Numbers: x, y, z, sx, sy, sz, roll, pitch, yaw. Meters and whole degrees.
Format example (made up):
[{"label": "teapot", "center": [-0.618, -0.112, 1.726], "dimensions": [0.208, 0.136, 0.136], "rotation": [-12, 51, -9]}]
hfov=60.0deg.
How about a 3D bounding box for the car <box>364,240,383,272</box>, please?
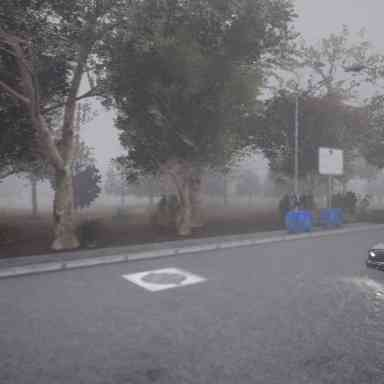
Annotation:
[{"label": "car", "center": [7.223, 1.543, 9.698], "dimensions": [5.357, 1.411, 2.033], "rotation": [0, 0, -35]}]
